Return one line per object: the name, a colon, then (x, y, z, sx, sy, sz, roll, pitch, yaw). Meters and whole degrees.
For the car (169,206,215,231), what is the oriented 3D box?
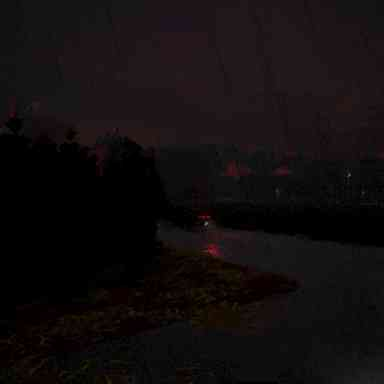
car: (-0.403, 1.657, 21.482, 1.837, 1.490, 4.892, 1, -1, -32)
